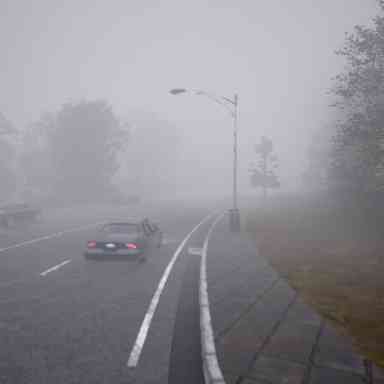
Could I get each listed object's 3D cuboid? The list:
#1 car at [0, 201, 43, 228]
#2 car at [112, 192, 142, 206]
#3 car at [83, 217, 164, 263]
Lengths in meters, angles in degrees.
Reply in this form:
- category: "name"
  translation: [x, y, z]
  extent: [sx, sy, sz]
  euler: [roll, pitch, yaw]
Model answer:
- category: "car"
  translation: [-11.913, 1.425, 22.170]
  extent: [1.837, 1.490, 4.892]
  euler: [1, 1, 8]
- category: "car"
  translation: [-7.936, 0.809, 40.865]
  extent: [1.882, 1.535, 5.008]
  euler: [0, 2, 17]
- category: "car"
  translation: [-2.309, 1.663, 12.542]
  extent: [2.033, 1.411, 5.357]
  euler: [1, 0, 3]
